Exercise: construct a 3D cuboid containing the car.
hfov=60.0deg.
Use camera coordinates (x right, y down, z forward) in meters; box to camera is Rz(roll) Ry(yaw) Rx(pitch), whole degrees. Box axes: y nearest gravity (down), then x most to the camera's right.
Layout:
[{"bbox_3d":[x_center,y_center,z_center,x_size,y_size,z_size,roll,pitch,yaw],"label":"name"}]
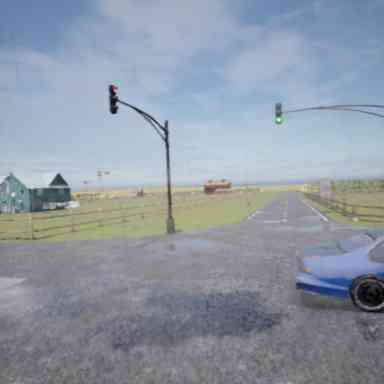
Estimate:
[{"bbox_3d":[4.682,1.378,6.366,5.357,1.411,2.033,-3,1,16],"label":"car"}]
